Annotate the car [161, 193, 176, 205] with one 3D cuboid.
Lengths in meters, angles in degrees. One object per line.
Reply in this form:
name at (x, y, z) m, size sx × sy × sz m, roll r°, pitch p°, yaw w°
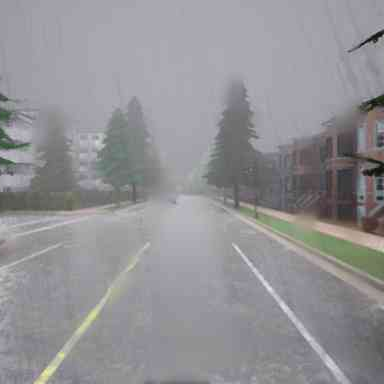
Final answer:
car at (-3.511, 1.008, 50.209) m, size 2.097 × 1.767 × 4.553 m, roll 0°, pitch 0°, yaw 0°
